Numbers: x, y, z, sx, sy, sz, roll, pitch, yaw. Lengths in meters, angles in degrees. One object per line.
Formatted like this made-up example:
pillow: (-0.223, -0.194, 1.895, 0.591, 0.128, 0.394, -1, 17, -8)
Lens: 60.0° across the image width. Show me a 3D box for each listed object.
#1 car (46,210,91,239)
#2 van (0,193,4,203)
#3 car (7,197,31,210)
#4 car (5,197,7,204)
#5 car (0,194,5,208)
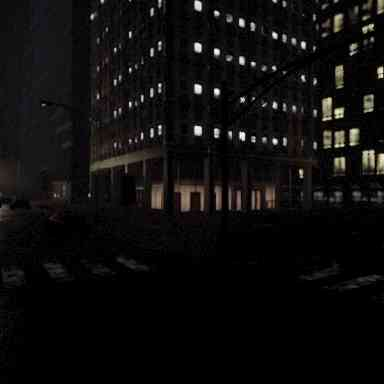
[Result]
car: (-6.383, 1.561, 17.053, 1.802, 1.307, 4.206, 1, 0, -31)
van: (-36.765, 1.142, 62.957, 1.690, 1.788, 3.998, 1, 0, -37)
car: (-20.895, 1.337, 40.398, 1.967, 1.590, 4.097, 1, 0, -34)
car: (-30.317, 1.406, 54.003, 1.947, 1.339, 4.313, 1, 0, -35)
car: (-26.273, 1.218, 43.697, 2.097, 1.767, 4.553, 0, 0, -34)
